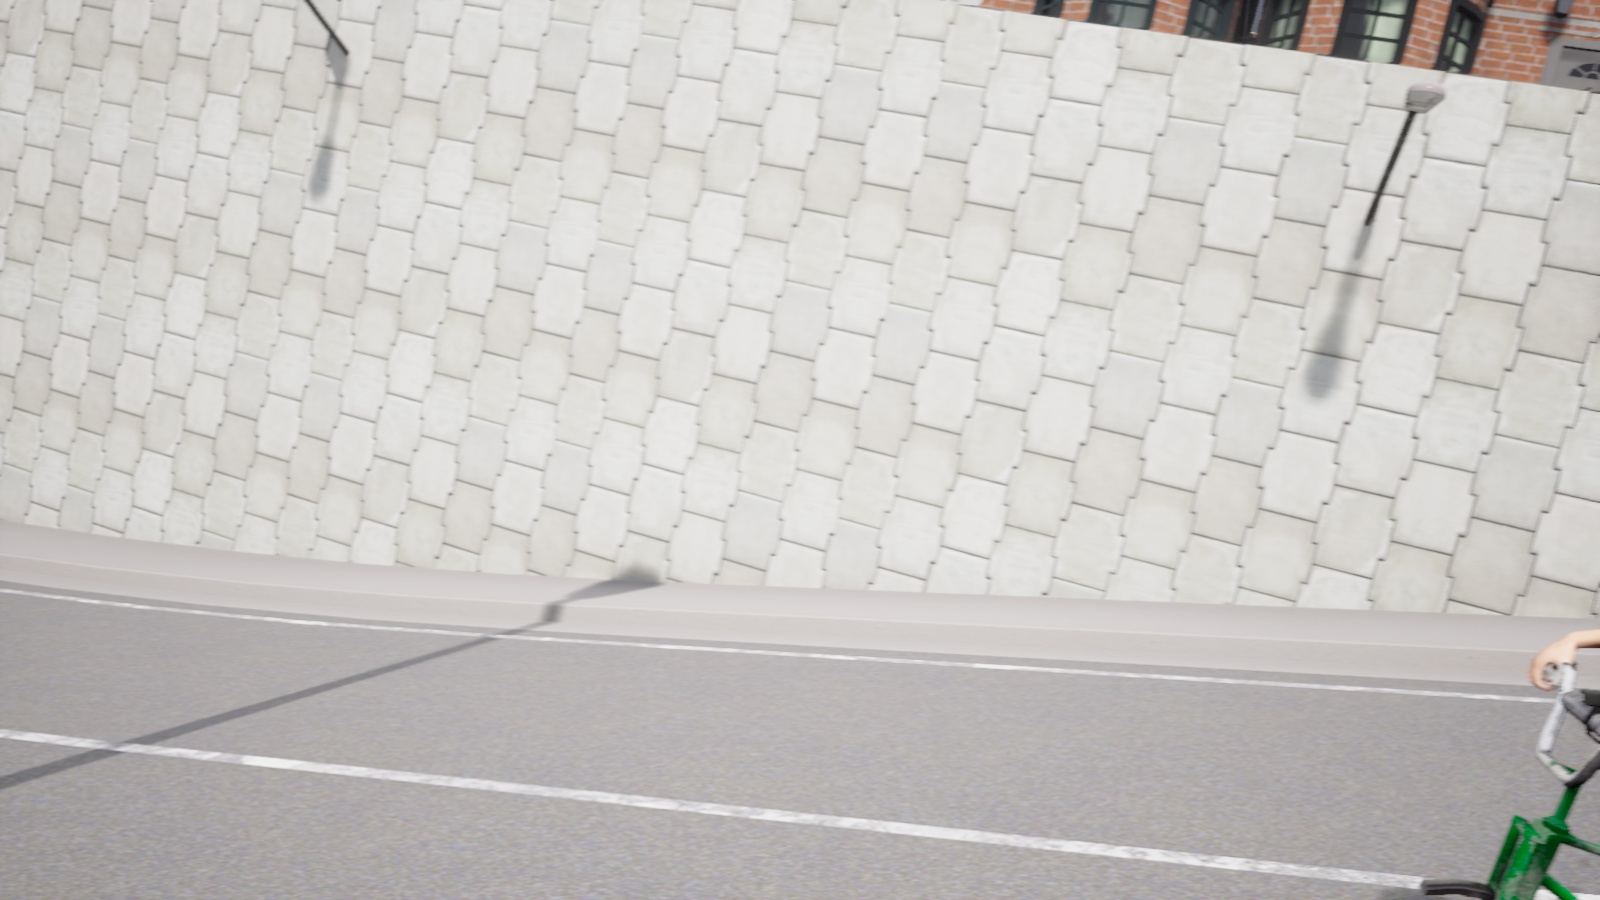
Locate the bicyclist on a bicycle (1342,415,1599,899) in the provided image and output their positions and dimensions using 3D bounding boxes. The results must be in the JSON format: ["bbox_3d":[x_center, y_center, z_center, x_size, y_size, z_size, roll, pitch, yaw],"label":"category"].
[{"bbox_3d":[1.962,0.760,2.530,1.509,1.612,0.866,2,1,19],"label":"bicyclist on a bicycle"}]
